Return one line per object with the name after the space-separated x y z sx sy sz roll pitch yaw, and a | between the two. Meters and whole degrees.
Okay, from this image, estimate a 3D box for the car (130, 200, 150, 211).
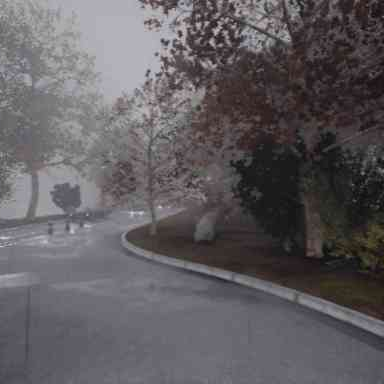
-7.007 1.840 45.496 2.033 1.411 5.357 -1 0 8 | car

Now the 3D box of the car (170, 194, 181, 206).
-1.799 1.384 57.743 2.150 2.045 5.566 -1 0 7 | car

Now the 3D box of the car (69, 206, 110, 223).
-9.079 1.969 29.712 1.895 1.301 4.718 -1 0 7 | car

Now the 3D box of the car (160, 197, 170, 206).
-4.669 1.766 62.727 1.882 1.535 5.008 -1 0 7 | car
